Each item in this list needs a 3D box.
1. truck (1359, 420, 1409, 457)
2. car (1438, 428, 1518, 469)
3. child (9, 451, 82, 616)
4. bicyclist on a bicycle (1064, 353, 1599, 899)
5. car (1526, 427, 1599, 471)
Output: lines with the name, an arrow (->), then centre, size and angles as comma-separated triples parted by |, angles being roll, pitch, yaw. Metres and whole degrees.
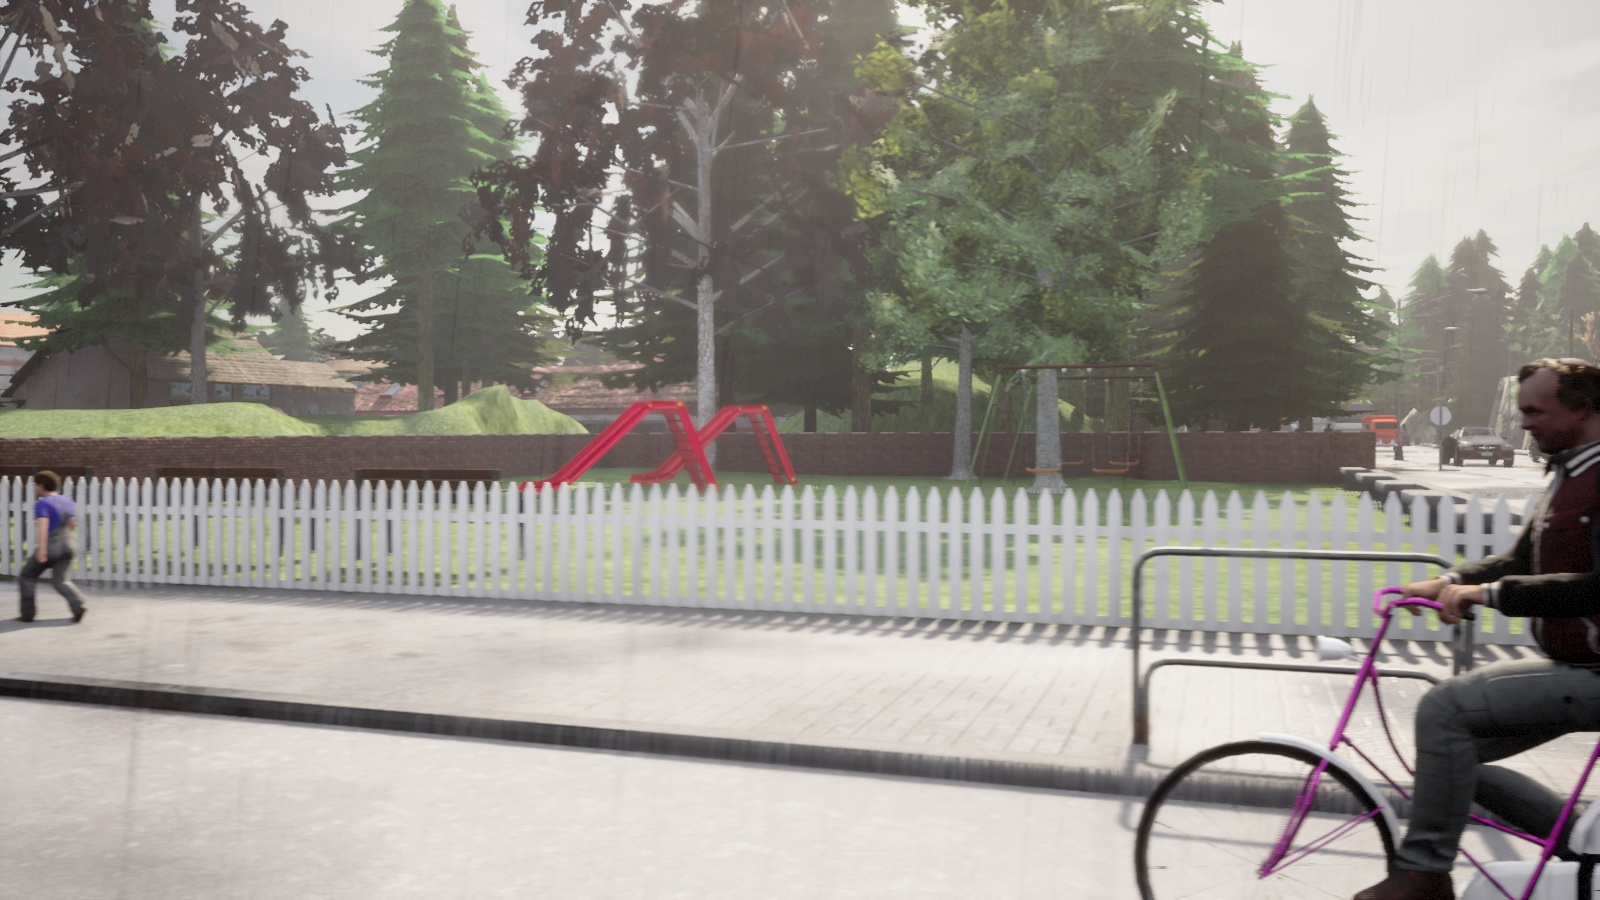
truck -> 40.232, -0.829, 86.643 | 2.627, 2.467, 5.204 | 1, 1, 19
car -> 28.410, -0.093, 52.791 | 2.152, 1.651, 5.027 | 1, 1, 19
child -> -5.902, 0.642, 9.826 | 0.437, 1.263, 0.270 | 1, 1, 20
bicyclist on a bicycle -> 1.666, 0.652, 3.387 | 1.843, 1.776, 0.659 | 1, 1, 13
car -> 33.461, -0.071, 55.126 | 1.932, 1.855, 4.605 | 1, 1, 19
